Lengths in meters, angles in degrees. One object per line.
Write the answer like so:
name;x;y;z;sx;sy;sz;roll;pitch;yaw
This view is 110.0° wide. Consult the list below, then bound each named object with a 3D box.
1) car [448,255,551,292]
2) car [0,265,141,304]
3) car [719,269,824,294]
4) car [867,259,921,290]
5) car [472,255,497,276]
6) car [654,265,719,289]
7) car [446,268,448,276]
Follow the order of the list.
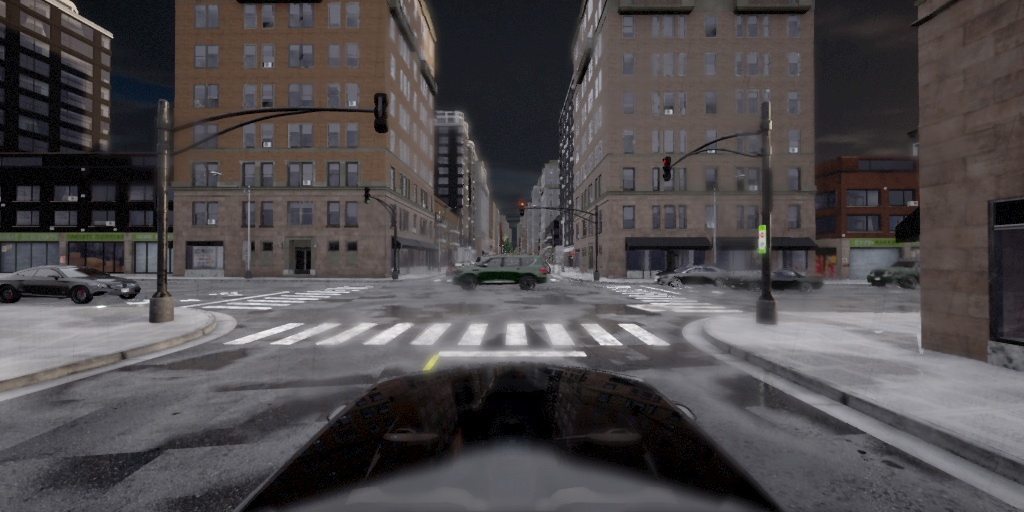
car;-0.638;0.973;21.078;5.566;2.045;2.150;0;0;0
car;-17.929;1.105;14.506;4.674;1.442;1.812;0;-1;1
car;15.169;1.481;21.006;4.718;1.301;1.895;0;-1;0
car;27.465;1.216;24.171;5.566;2.045;2.150;0;-1;0
car;-2.784;0.976;37.826;2.150;2.045;5.566;0;0;1
car;12.205;1.384;24.266;4.902;1.511;2.128;0;-1;0
car;-5.561;1.335;36.319;1.802;1.307;4.207;0;0;1
